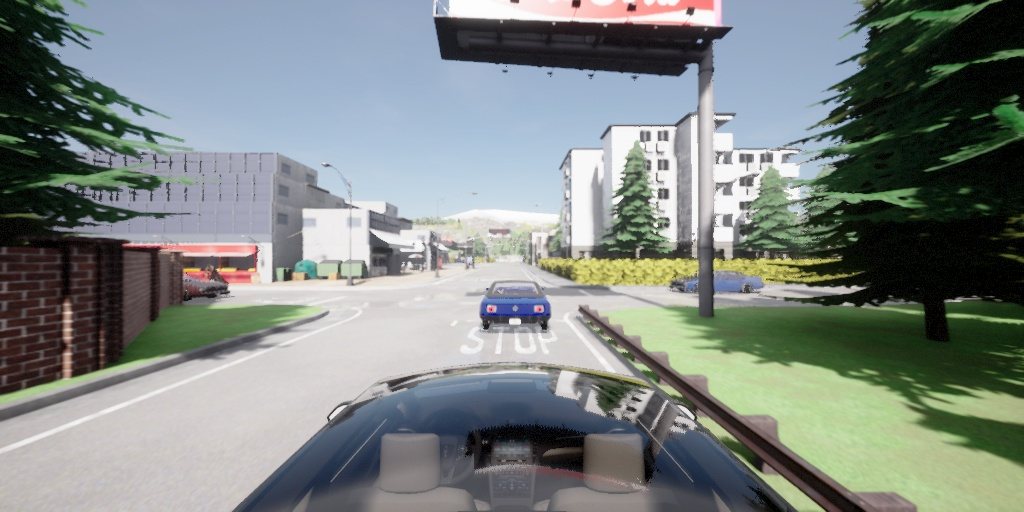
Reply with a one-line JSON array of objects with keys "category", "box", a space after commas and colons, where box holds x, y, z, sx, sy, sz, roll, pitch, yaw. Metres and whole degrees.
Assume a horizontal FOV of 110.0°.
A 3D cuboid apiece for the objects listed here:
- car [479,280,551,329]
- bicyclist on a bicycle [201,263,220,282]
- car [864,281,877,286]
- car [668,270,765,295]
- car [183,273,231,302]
[{"category": "car", "box": [0.095, 1.400, 11.426, 1.895, 1.301, 4.718, 0, 0, 0]}, {"category": "bicyclist on a bicycle", "box": [-21.807, 1.348, 25.913, 0.582, 1.620, 1.656, 0, 0, 1]}, {"category": "car", "box": [28.295, 1.576, 26.709, 4.674, 1.442, 1.812, 0, 0, -28]}, {"category": "car", "box": [12.568, 1.575, 22.090, 5.357, 1.411, 2.033, 0, 0, -7]}, {"category": "car", "box": [-17.654, 1.557, 18.357, 5.357, 1.411, 2.033, 0, 0, 1]}]
